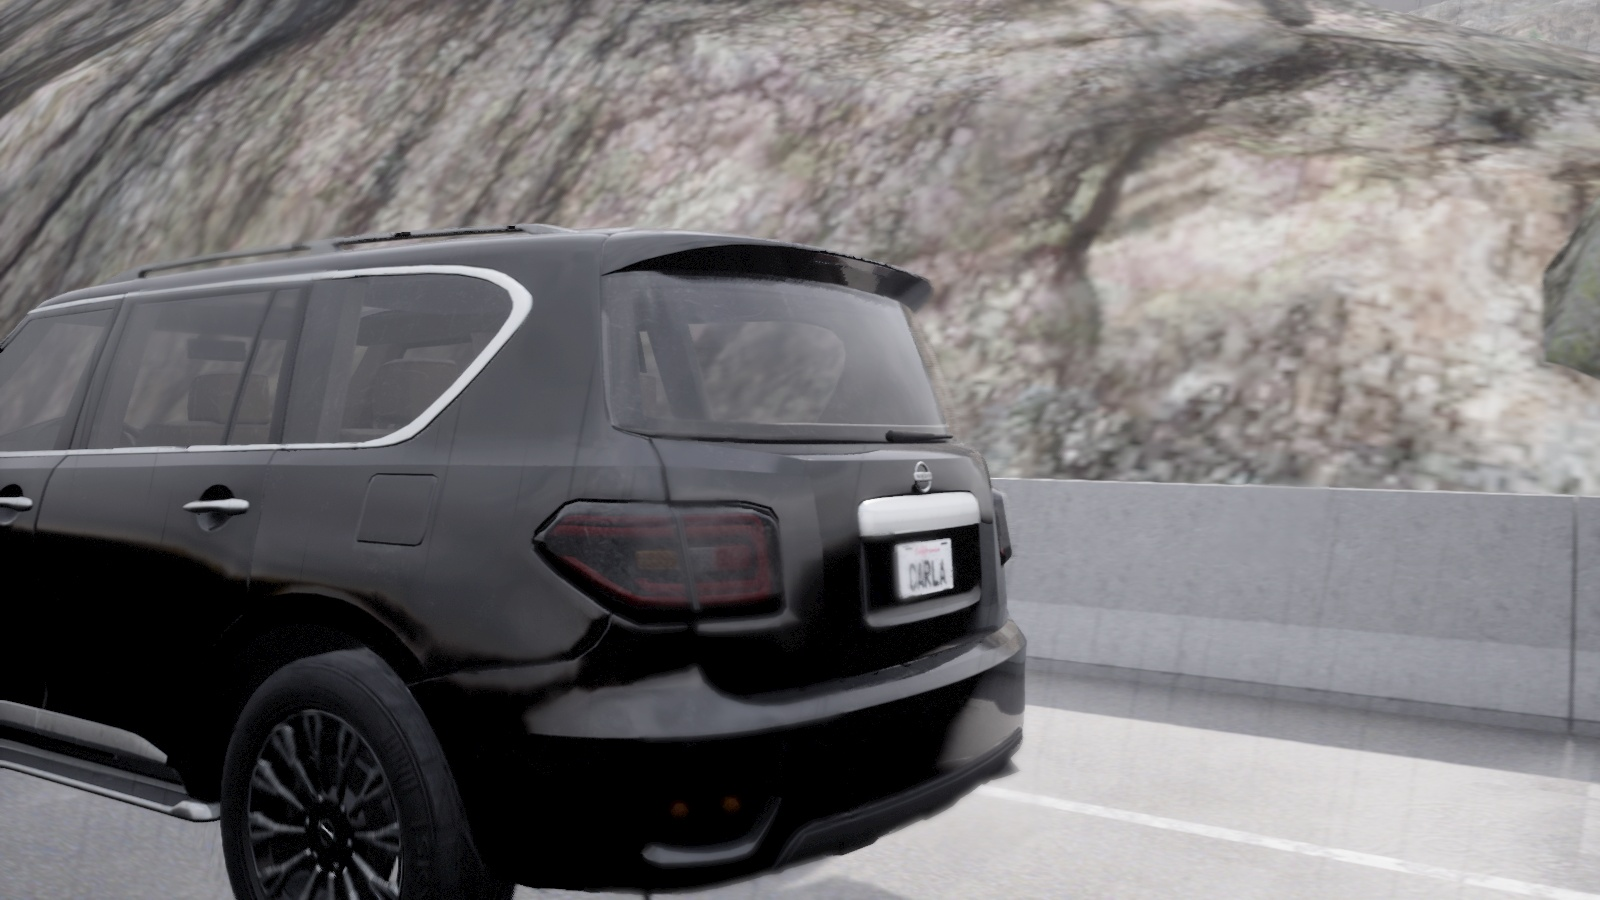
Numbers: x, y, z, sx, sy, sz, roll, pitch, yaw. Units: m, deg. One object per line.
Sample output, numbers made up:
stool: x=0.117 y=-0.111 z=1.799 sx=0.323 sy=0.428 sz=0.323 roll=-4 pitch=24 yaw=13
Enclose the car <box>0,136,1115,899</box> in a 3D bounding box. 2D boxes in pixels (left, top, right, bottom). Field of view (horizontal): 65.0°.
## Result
car: x=-1.861 y=0.401 z=4.855 sx=5.566 sy=2.045 sz=2.150 roll=0 pitch=1 yaw=34
